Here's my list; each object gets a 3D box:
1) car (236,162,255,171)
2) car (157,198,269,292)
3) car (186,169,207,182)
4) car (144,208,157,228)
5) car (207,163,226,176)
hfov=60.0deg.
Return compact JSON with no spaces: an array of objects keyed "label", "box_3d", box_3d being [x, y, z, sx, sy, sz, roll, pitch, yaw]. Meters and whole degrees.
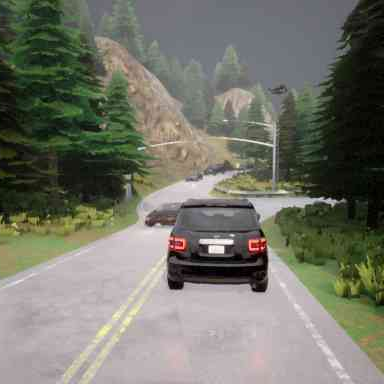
[{"label":"car","box_3d":[11.488,-5.593,70.930,4.553,1.767,2.097,-9,9,-36]},{"label":"car","box_3d":[0.706,1.173,8.993,2.150,2.045,5.566,0,0,5]},{"label":"car","box_3d":[0.429,-2.530,55.248,1.994,1.385,4.181,2,10,19]},{"label":"car","box_3d":[-1.377,1.425,21.223,2.033,1.411,5.357,0,0,11]},{"label":"car","box_3d":[4.451,-4.336,63.780,2.150,2.045,5.566,4,10,36]}]
